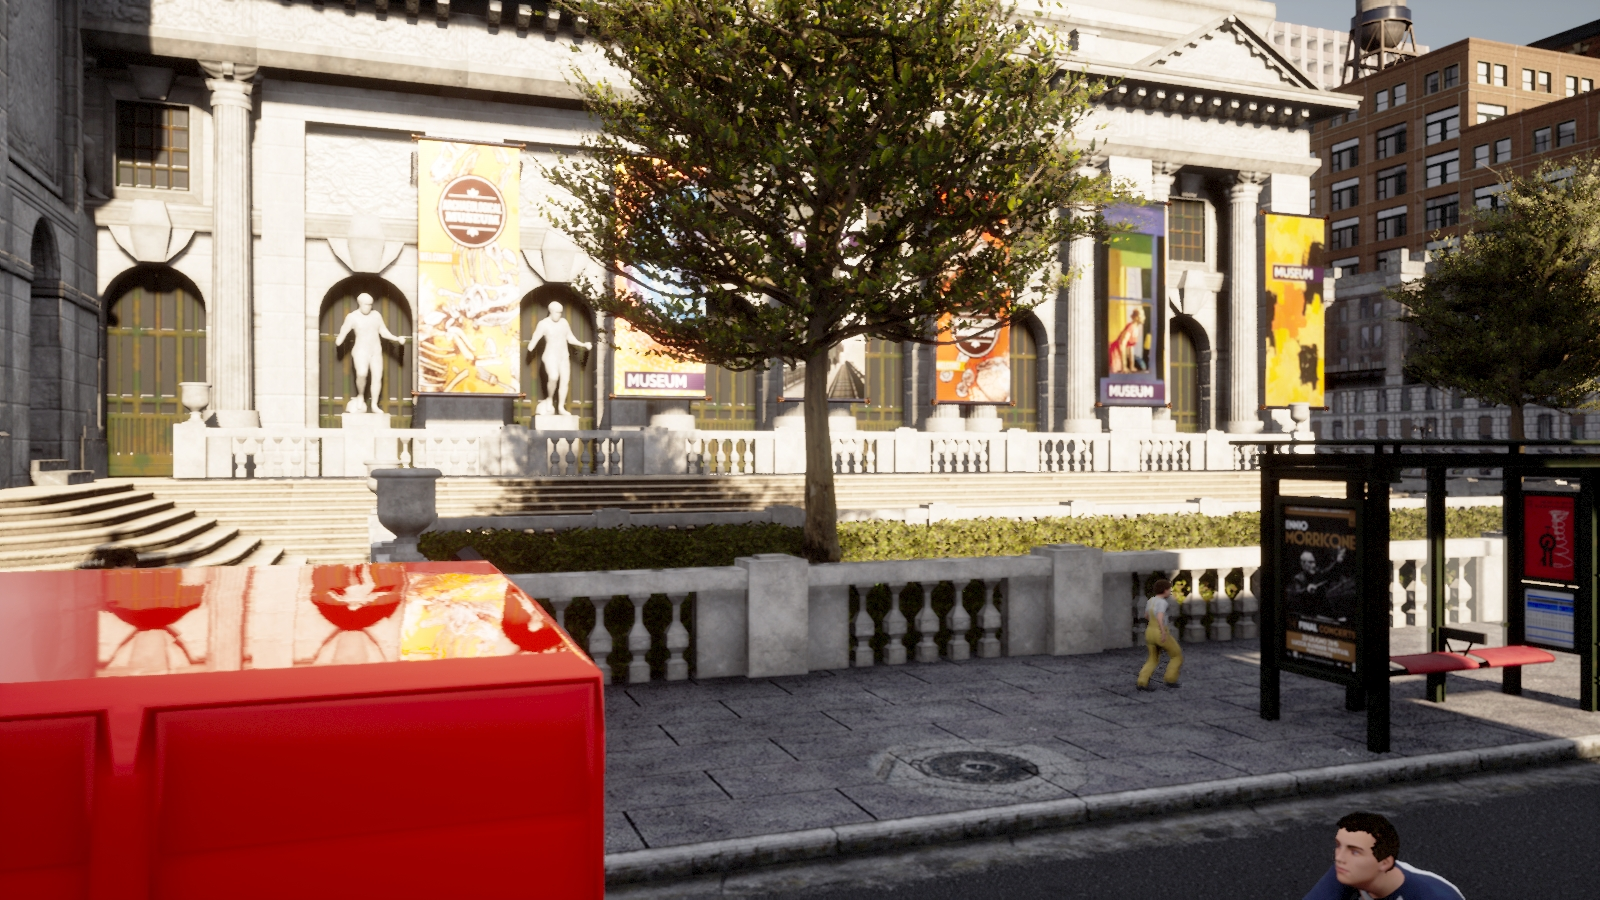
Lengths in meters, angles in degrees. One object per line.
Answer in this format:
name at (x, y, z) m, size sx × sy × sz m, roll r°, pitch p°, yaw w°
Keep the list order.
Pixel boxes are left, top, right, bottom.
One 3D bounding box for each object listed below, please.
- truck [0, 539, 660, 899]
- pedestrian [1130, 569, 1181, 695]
truck at (-3.116, 1.568, 2.161) m, size 5.204 × 2.467 × 2.627 m, roll 0°, pitch 0°, yaw -20°
pedestrian at (3.887, 1.976, 12.510) m, size 0.375 × 1.300 × 0.375 m, roll 0°, pitch 0°, yaw -25°
